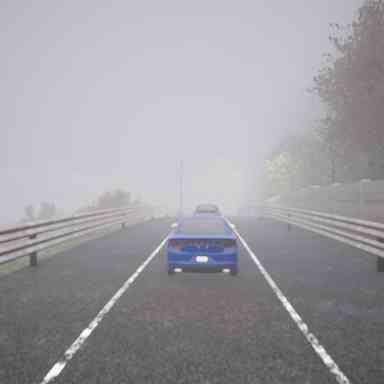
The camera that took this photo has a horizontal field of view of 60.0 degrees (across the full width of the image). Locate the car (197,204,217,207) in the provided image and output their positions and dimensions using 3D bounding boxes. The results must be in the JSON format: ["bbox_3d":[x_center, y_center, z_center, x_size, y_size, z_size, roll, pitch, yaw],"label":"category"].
[{"bbox_3d":[1.016,1.579,22.284,2.128,1.511,4.902,0,-1,3],"label":"car"}]

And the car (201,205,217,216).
[{"bbox_3d":[2.483,2.707,47.770,2.128,1.511,4.902,0,-4,5],"label":"car"}]

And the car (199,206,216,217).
[{"bbox_3d":[1.977,2.400,40.953,1.895,1.301,4.718,0,-3,4],"label":"car"}]

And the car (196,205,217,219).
[{"bbox_3d":[1.577,2.041,34.772,2.033,1.411,5.357,0,-3,4],"label":"car"}]

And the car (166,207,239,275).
[{"bbox_3d":[0.345,1.452,10.393,1.882,1.535,5.008,0,0,2],"label":"car"}]
